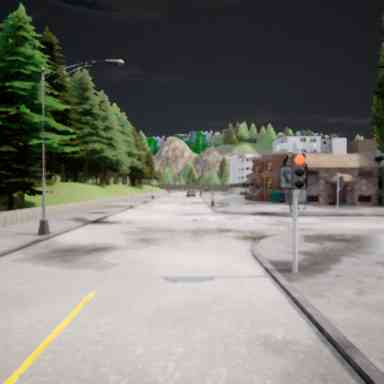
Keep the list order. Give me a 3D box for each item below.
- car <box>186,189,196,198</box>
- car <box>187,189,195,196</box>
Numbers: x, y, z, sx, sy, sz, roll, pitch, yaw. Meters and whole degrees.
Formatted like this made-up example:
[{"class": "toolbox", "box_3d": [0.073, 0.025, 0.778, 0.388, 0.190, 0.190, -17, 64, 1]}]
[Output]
[{"class": "car", "box_3d": [-0.205, 0.396, 68.595, 2.128, 1.511, 4.902, 0, 1, 0]}, {"class": "car", "box_3d": [-0.236, 0.069, 79.011, 1.837, 1.490, 4.892, 0, 1, 0]}]
